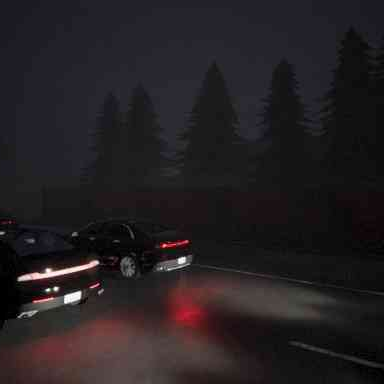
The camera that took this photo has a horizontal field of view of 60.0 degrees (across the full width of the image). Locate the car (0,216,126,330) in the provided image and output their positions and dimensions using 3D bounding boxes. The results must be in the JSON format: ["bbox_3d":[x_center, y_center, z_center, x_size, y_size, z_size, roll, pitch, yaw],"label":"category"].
[{"bbox_3d":[-3.899,1.491,6.799,4.902,1.511,2.128,0,0,36],"label":"car"}]

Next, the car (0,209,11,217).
[{"bbox_3d":[-9.971,1.504,15.473,4.892,1.490,1.837,0,0,36],"label":"car"}]

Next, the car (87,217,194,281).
[{"bbox_3d":[-2.226,1.505,9.908,4.892,1.490,1.837,0,0,36],"label":"car"}]
